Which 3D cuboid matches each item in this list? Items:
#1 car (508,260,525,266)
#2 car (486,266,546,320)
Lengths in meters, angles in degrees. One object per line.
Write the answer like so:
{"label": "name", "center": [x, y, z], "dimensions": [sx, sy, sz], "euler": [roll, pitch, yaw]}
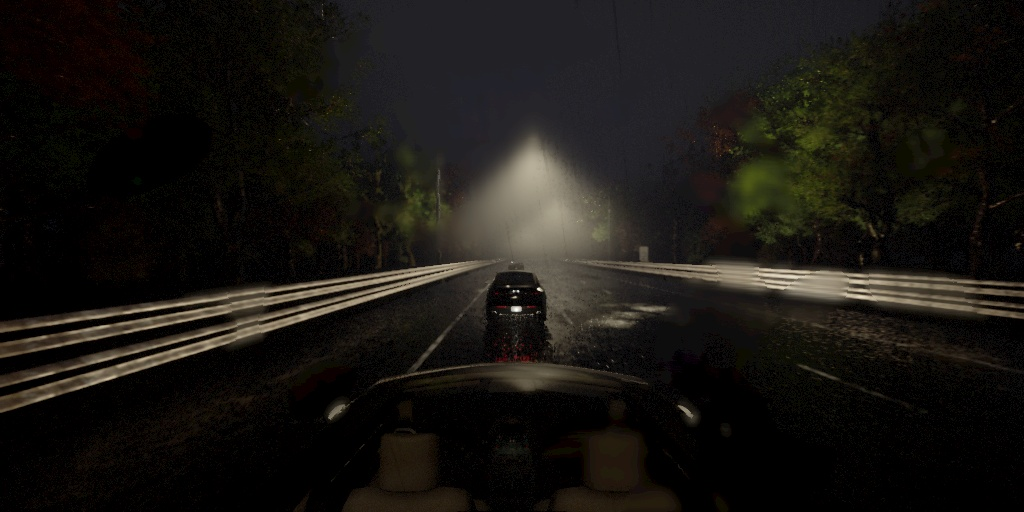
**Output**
{"label": "car", "center": [0.552, 1.237, 44.307], "dimensions": [2.128, 1.511, 4.902], "euler": [0, 0, 1]}
{"label": "car", "center": [0.140, 1.254, 12.563], "dimensions": [1.837, 1.490, 4.892], "euler": [0, 0, 0]}
